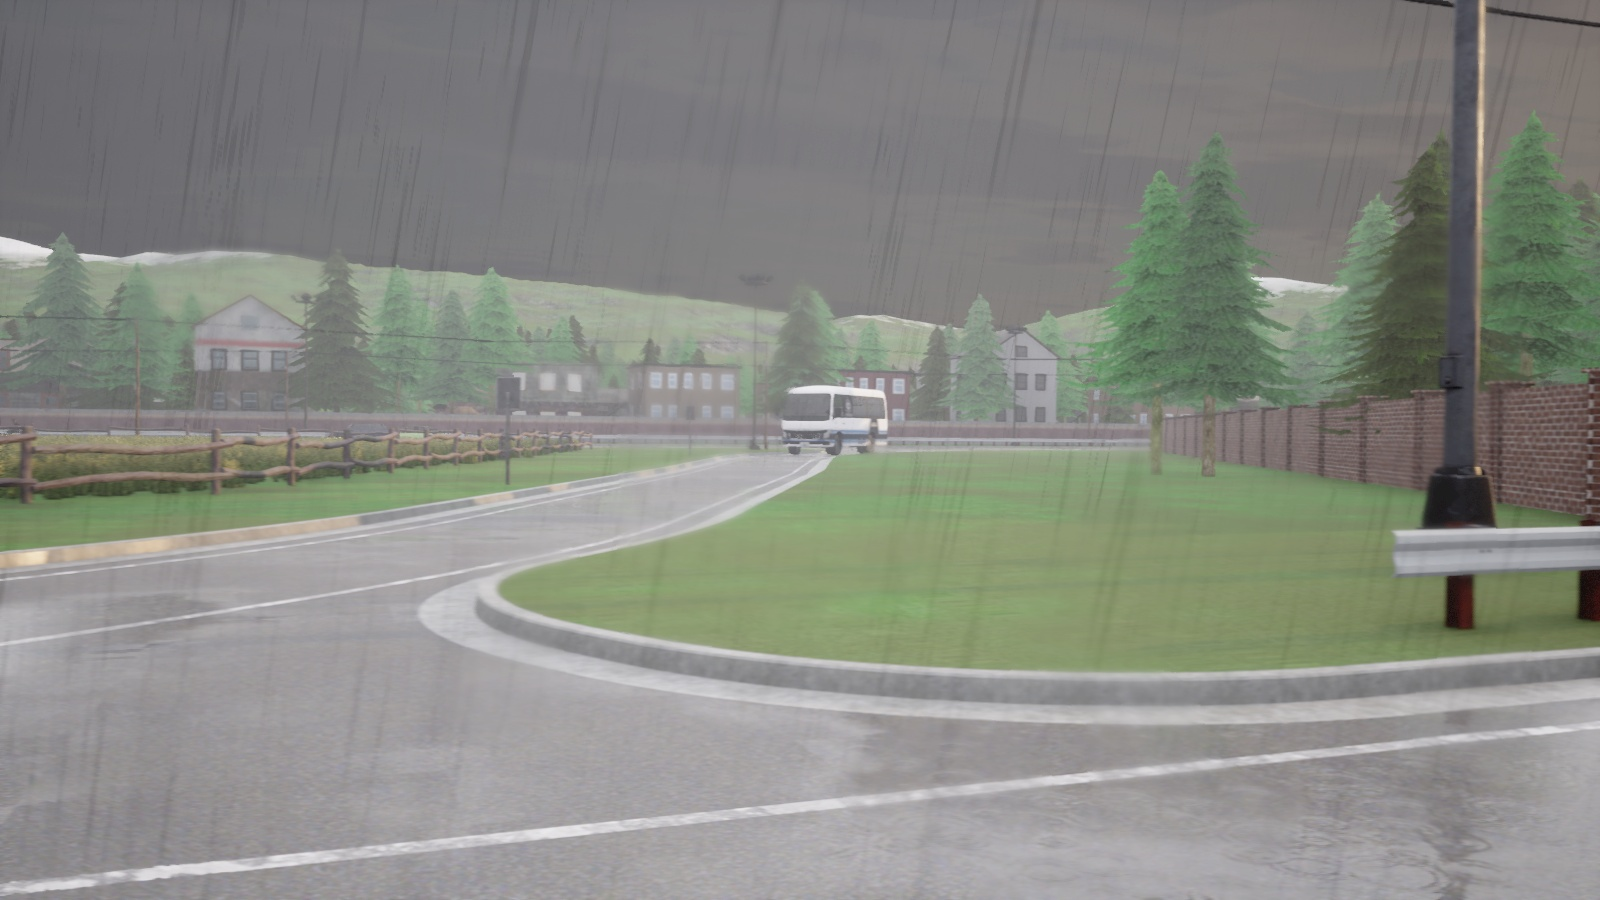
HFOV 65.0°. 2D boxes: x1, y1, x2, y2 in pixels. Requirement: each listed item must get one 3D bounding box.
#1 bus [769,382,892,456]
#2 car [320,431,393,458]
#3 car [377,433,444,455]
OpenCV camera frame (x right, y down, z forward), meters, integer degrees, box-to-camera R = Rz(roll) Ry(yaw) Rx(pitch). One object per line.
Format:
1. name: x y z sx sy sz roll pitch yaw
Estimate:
1. bus: 2.095 -1.874 78.199 3.944 4.253 10.273 0 1 24
2. car: -29.599 -0.387 83.818 4.553 1.767 2.097 -1 1 -21
3. car: -28.437 -0.440 91.728 4.514 1.525 2.007 -1 1 -21
